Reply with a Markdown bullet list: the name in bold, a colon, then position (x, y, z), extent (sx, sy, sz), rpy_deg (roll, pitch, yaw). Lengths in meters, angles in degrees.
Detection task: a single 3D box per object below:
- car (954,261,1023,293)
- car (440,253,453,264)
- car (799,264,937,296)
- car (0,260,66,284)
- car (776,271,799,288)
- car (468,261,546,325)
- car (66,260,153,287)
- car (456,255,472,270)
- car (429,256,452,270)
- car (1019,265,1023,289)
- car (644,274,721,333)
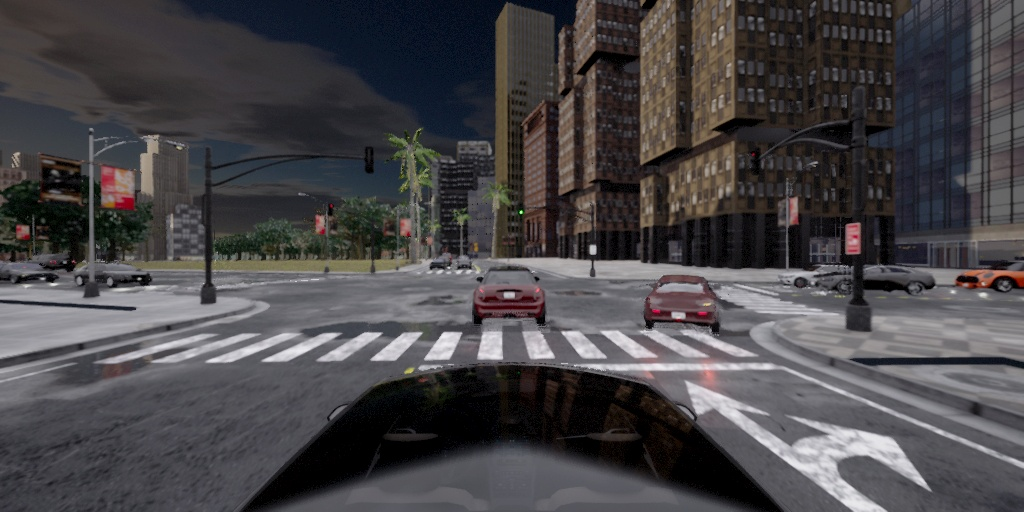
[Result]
- **car**: position (27.609, 1.048, 19.555), extent (4.553, 1.767, 2.097), rpy_deg (0, 0, 15)
- **car**: position (-10.425, 0.712, 54.908), extent (2.097, 1.767, 4.553), rpy_deg (0, 1, -8)
- **car**: position (18.483, 1.198, 18.601), extent (4.902, 1.511, 2.128), rpy_deg (0, 0, 15)
- **car**: position (-35.403, 1.213, 25.777), extent (5.357, 1.411, 2.033), rpy_deg (0, 0, 15)
- **car**: position (18.937, 1.222, 21.843), extent (4.674, 1.442, 1.812), rpy_deg (0, 0, 15)
- **car**: position (-0.125, 1.106, 12.008), extent (2.097, 1.767, 4.553), rpy_deg (0, 0, -1)
- **car**: position (-25.870, 1.187, 23.262), extent (4.892, 1.490, 1.837), rpy_deg (0, 0, 15)
- **car**: position (-6.005, 0.973, 45.643), extent (1.837, 1.490, 4.892), rpy_deg (0, 1, -7)
- **car**: position (-9.251, 1.014, 45.641), extent (2.033, 1.411, 5.357), rpy_deg (0, 1, -3)
- **car**: position (27.109, 1.270, 16.330), extent (4.181, 1.385, 1.994), rpy_deg (0, 0, 15)
- **car**: position (5.176, 1.278, 10.826), extent (1.812, 1.442, 4.674), rpy_deg (-1, 0, 28)
